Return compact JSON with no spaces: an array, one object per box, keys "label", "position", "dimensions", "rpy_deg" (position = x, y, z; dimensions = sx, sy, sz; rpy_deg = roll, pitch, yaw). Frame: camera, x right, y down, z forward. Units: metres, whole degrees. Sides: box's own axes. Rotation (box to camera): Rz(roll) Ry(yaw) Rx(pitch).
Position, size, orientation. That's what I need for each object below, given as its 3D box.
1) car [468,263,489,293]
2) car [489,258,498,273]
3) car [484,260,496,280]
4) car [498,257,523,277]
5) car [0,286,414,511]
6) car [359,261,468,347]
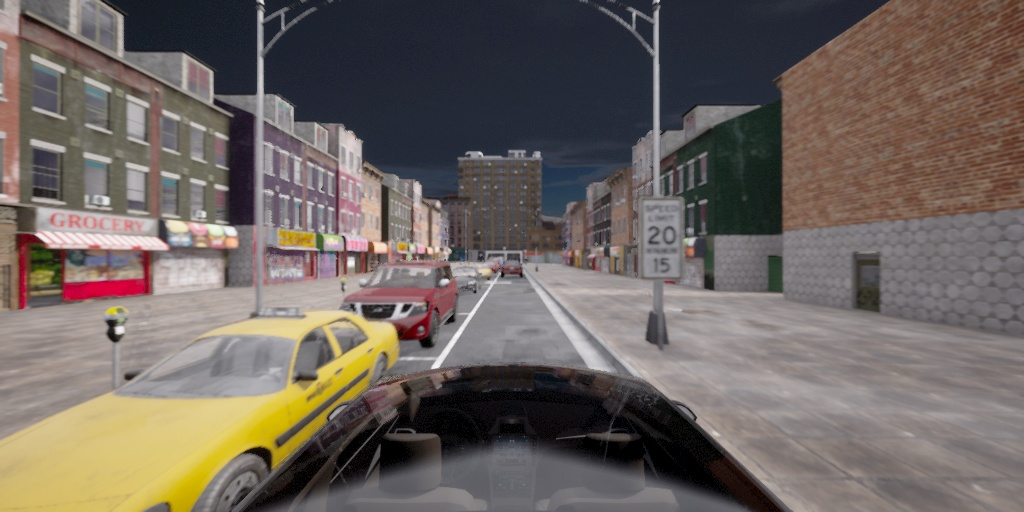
[{"label":"car","position":[-2.635,1.299,20.352],"dimensions":[2.007,1.370,4.403],"rpy_deg":[0,0,0]},{"label":"car","position":[-2.633,1.306,42.128],"dimensions":[1.888,1.381,4.507],"rpy_deg":[0,0,0]},{"label":"car","position":[-2.634,1.279,31.069],"dimensions":[1.751,1.417,4.829],"rpy_deg":[0,0,0]},{"label":"car","position":[0.008,1.108,34.894],"dimensions":[2.097,1.767,4.553],"rpy_deg":[0,0,0]},{"label":"car","position":[-2.637,1.275,3.851],"dimensions":[1.751,1.417,4.829],"rpy_deg":[0,0,0]},{"label":"car","position":[-2.636,1.063,9.464],"dimensions":[2.192,1.841,5.009],"rpy_deg":[0,0,0]}]
